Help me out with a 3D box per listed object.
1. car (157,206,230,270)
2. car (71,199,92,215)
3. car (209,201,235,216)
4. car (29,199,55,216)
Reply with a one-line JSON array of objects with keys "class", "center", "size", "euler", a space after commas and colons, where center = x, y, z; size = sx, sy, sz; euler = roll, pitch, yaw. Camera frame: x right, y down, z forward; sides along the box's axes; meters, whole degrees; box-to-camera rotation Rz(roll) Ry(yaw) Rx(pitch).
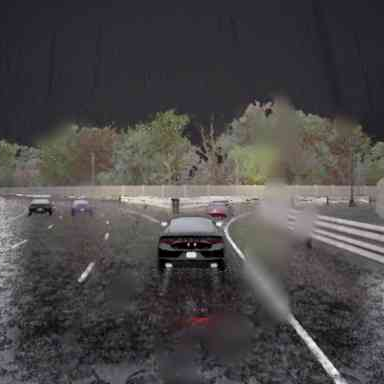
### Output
[{"class": "car", "center": [-0.009, 1.435, 10.899], "size": [1.882, 1.535, 5.008], "euler": [0, 0, 0]}, {"class": "car", "center": [-10.661, 1.406, 32.124], "size": [1.812, 1.442, 4.674], "euler": [0, 0, -20]}, {"class": "car", "center": [2.402, 1.454, 28.231], "size": [1.994, 1.385, 4.181], "euler": [0, 0, 17]}, {"class": "car", "center": [-14.057, 1.363, 31.205], "size": [1.882, 1.535, 5.008], "euler": [0, 0, -21]}]
